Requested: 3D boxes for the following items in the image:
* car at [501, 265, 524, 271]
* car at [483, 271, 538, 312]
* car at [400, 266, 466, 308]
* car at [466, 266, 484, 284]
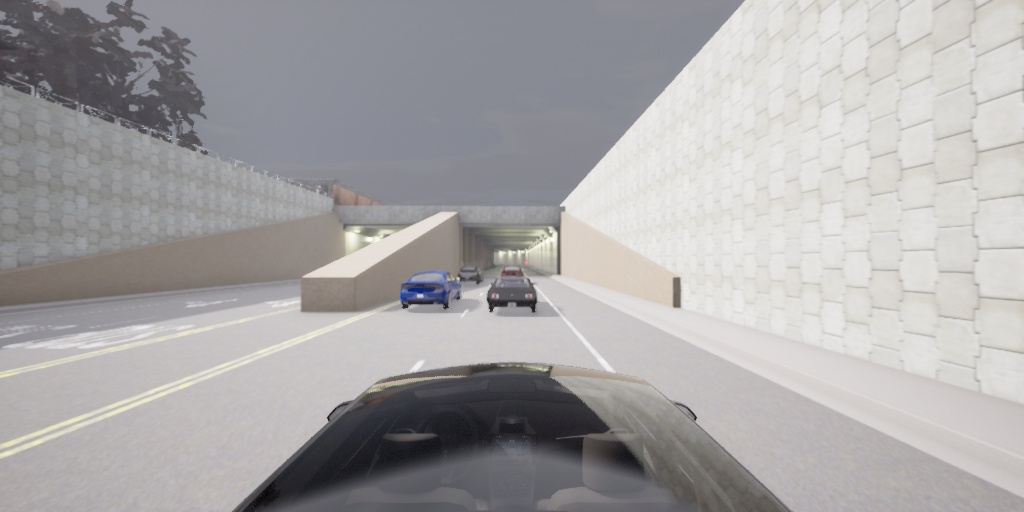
[{"bbox_3d":[0.039,1.546,31.066,1.882,1.535,5.008,0,0,1],"label":"car"},{"bbox_3d":[0.025,1.496,15.075,1.895,1.301,4.718,0,-1,1],"label":"car"},{"bbox_3d":[-3.465,1.383,16.082,1.882,1.535,5.008,0,0,1],"label":"car"},{"bbox_3d":[-3.467,1.553,30.339,2.128,1.511,4.902,0,0,1],"label":"car"}]
